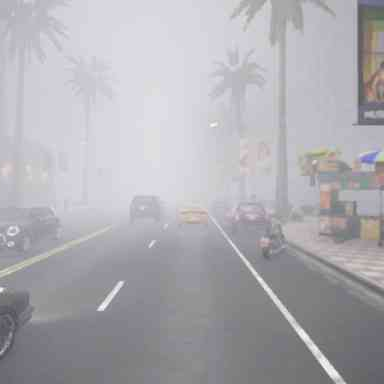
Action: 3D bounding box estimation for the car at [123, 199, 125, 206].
[{"bbox_3d":[-10.125,1.557,55.222,2.128,1.511,4.902,0,0,1],"label":"car"}]

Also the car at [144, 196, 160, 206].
[{"bbox_3d":[-6.617,1.504,55.605,2.128,1.511,4.902,0,0,1],"label":"car"}]

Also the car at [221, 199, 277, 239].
[{"bbox_3d":[3.102,1.377,19.253,2.185,1.767,4.553,0,0,0],"label":"car"}]

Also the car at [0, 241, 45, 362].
[{"bbox_3d":[-3.399,1.551,2.767,2.033,1.411,5.357,0,0,0],"label":"car"}]

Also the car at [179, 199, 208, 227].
[{"bbox_3d":[0.117,1.505,23.085,1.882,1.535,5.008,0,0,0],"label":"car"}]

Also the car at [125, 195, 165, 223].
[{"bbox_3d":[-3.359,1.251,25.613,2.150,2.045,5.566,0,0,1],"label":"car"}]

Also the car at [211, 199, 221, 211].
[{"bbox_3d":[3.415,1.561,41.182,2.161,1.482,4.786,0,0,0],"label":"car"}]

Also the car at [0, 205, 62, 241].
[{"bbox_3d":[-7.093,1.368,13.603,2.097,1.767,4.553,0,0,0],"label":"car"}]
